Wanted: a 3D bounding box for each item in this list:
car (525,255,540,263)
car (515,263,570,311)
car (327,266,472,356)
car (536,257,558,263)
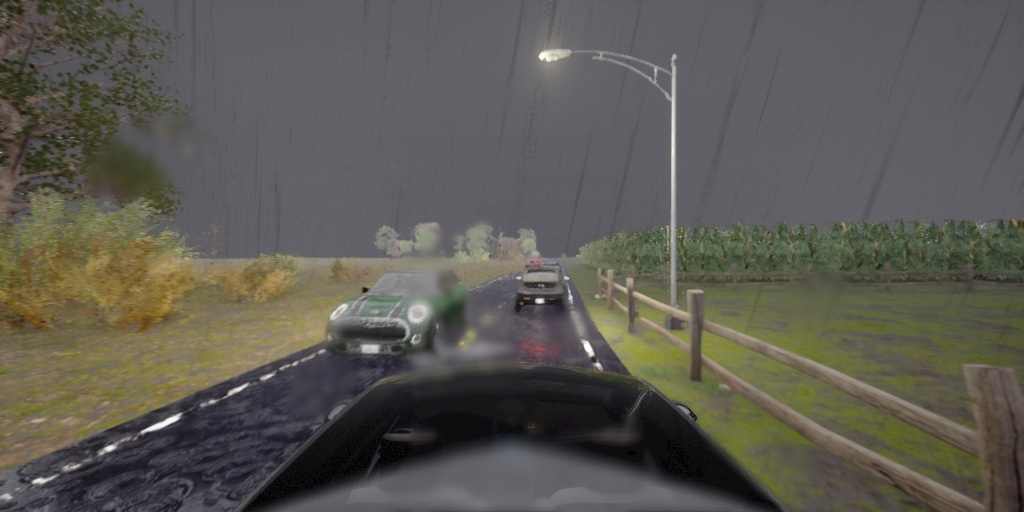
[{"bbox_3d":[3.132,0.799,52.286,2.150,2.045,5.566,0,0,8],"label":"car"},{"bbox_3d":[1.197,1.222,14.234,1.837,1.490,4.892,0,0,7],"label":"car"},{"bbox_3d":[-2.375,1.076,8.692,2.097,1.767,4.553,0,0,5],"label":"car"},{"bbox_3d":[3.673,1.140,33.845,2.128,1.511,4.902,0,0,7],"label":"car"}]
